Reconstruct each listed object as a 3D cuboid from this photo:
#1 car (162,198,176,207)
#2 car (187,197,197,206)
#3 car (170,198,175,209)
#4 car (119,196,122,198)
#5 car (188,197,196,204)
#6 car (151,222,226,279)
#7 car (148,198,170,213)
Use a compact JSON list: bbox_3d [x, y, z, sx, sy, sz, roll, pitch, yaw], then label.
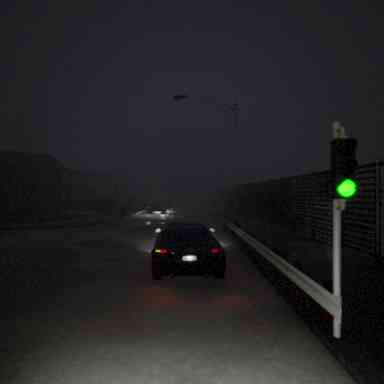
[{"bbox_3d":[-4.021,1.864,59.414,2.033,1.411,5.357,0,0,0],"label":"car"},{"bbox_3d":[-0.022,1.864,63.529,1.812,1.442,4.674,0,0,0],"label":"car"},{"bbox_3d":[-4.083,1.753,49.106,2.128,1.511,4.902,0,0,0],"label":"car"},{"bbox_3d":[-17.304,1.527,73.809,3.633,1.501,1.845,0,0,0],"label":"car"},{"bbox_3d":[-0.027,1.917,73.770,1.812,1.442,4.674,0,0,0],"label":"car"},{"bbox_3d":[-0.196,1.620,10.247,1.994,1.385,4.181,0,0,-4],"label":"car"},{"bbox_3d":[-4.108,1.690,39.840,1.882,1.535,5.008,0,0,0],"label":"car"}]
